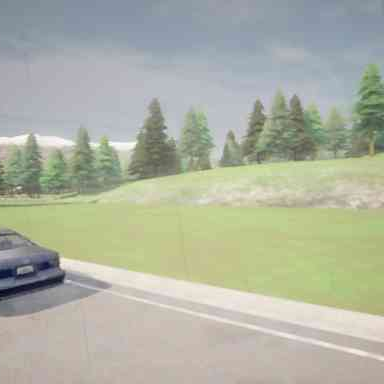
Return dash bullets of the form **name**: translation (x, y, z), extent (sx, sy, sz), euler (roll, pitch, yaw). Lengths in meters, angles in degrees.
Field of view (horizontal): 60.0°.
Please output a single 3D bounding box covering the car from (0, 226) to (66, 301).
- **car**: translation (-5.146, 1.510, 7.737), extent (5.357, 1.411, 2.033), euler (0, 1, 36)
